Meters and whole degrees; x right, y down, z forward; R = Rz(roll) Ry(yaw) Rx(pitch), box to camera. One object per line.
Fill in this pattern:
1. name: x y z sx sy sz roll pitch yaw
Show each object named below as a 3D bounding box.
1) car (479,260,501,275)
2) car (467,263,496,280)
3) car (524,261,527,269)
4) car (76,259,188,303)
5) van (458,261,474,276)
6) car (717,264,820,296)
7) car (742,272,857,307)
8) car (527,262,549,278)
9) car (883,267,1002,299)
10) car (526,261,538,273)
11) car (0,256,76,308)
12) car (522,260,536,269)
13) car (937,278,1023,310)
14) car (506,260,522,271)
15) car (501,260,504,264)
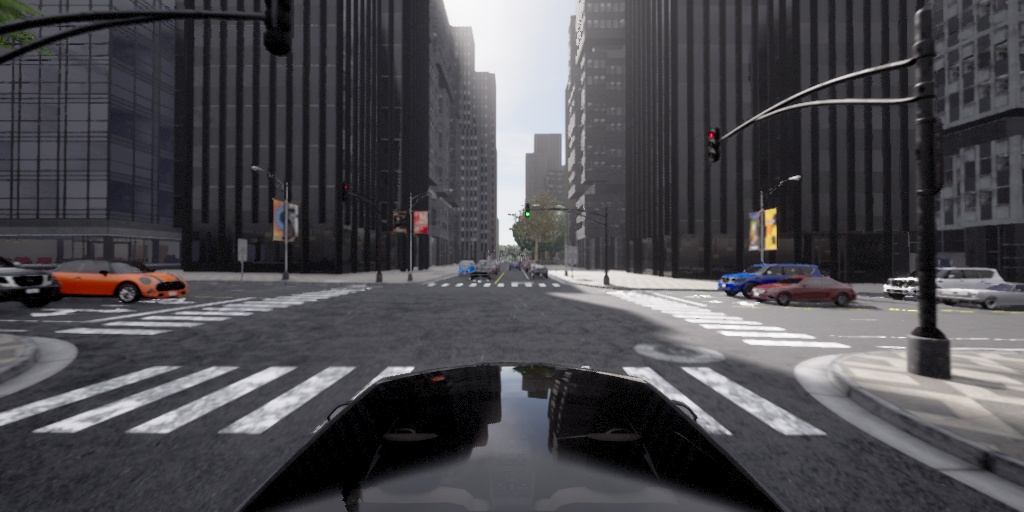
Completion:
1. car: -2.831 1.515 45.878 2.097 1.767 4.553 0 -1 1
2. car: -2.929 1.667 35.593 1.895 1.301 4.718 0 -1 1
3. car: 3.052 1.748 49.402 2.007 1.370 4.403 0 0 1
4. car: -16.424 0.953 15.006 4.553 1.767 2.097 1 -1 -1
5. van: -5.523 1.485 43.965 1.690 1.789 3.998 0 0 1
6. car: 15.508 1.478 21.566 5.566 2.045 2.150 1 -1 0
7. car: 14.824 1.734 18.322 4.674 1.442 1.812 1 -1 0
8. car: 2.952 1.644 38.377 2.007 1.370 4.403 0 0 1
9. car: 25.865 1.674 21.534 5.566 2.045 2.150 1 -1 0
10. car: 3.004 1.671 44.059 1.751 1.417 4.829 0 0 1
11. car: -18.507 0.749 11.709 5.566 2.045 2.150 1 -1 -2
12. car: 3.102 1.565 54.914 2.192 1.841 5.009 0 0 1
13. car: 24.805 1.997 18.286 4.718 1.301 1.895 1 -1 0
14. car: 0.527 1.698 64.986 2.097 1.767 4.553 0 -1 0
15. car: -2.732 1.766 56.126 1.837 1.490 4.892 0 -1 1
